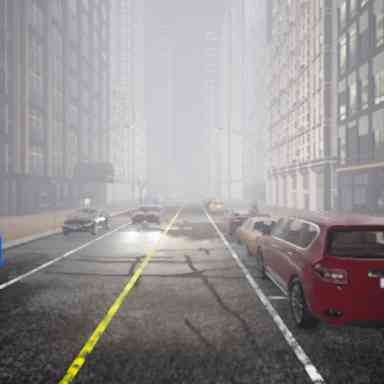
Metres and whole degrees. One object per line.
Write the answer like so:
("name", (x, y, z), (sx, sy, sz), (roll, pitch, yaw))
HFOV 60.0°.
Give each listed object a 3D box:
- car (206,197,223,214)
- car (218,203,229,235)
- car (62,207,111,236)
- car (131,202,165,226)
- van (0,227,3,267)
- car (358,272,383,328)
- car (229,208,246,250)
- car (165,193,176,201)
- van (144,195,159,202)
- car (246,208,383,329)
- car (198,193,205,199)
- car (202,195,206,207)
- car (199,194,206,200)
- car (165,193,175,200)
("car", (2.712, 1.497, 35.549), (1.752, 1.417, 4.829), (0, 0, 0))
("car", (2.699, 1.534, 18.283), (1.887, 1.381, 4.507), (0, 0, 0))
("car", (-5.681, 1.540, 18.292), (2.008, 1.369, 4.403), (0, 0, 0))
("car", (-2.984, 1.585, 23.307), (1.895, 1.301, 4.718), (0, 0, 0))
("van", (-5.691, 1.338, 6.898), (1.690, 1.788, 3.998), (0, 0, 0))
("car", (2.687, 1.544, 1.188), (1.887, 1.381, 4.507), (0, 0, 0))
("car", (2.695, 1.518, 12.755), (1.752, 1.417, 4.829), (0, 0, 0))
("car", (-5.635, 1.438, 80.974), (1.887, 1.381, 4.507), (0, 0, 0))
("van", (-5.661, 1.298, 46.785), (1.690, 1.788, 3.998), (0, 0, 0))
("car", (2.690, 1.311, 6.887), (2.192, 1.841, 5.009), (0, 0, 0))
("car", (2.754, 1.179, 92.362), (2.192, 1.841, 5.009), (0, 0, 0))
("car", (2.721, 1.522, 46.776), (1.947, 1.339, 4.313), (0, 0, 0))
("car", (2.729, 1.504, 58.172), (1.947, 1.339, 4.313), (0, 0, 0))
("car", (-5.631, 1.194, 86.673), (2.192, 1.841, 5.009), (0, 0, 0))
